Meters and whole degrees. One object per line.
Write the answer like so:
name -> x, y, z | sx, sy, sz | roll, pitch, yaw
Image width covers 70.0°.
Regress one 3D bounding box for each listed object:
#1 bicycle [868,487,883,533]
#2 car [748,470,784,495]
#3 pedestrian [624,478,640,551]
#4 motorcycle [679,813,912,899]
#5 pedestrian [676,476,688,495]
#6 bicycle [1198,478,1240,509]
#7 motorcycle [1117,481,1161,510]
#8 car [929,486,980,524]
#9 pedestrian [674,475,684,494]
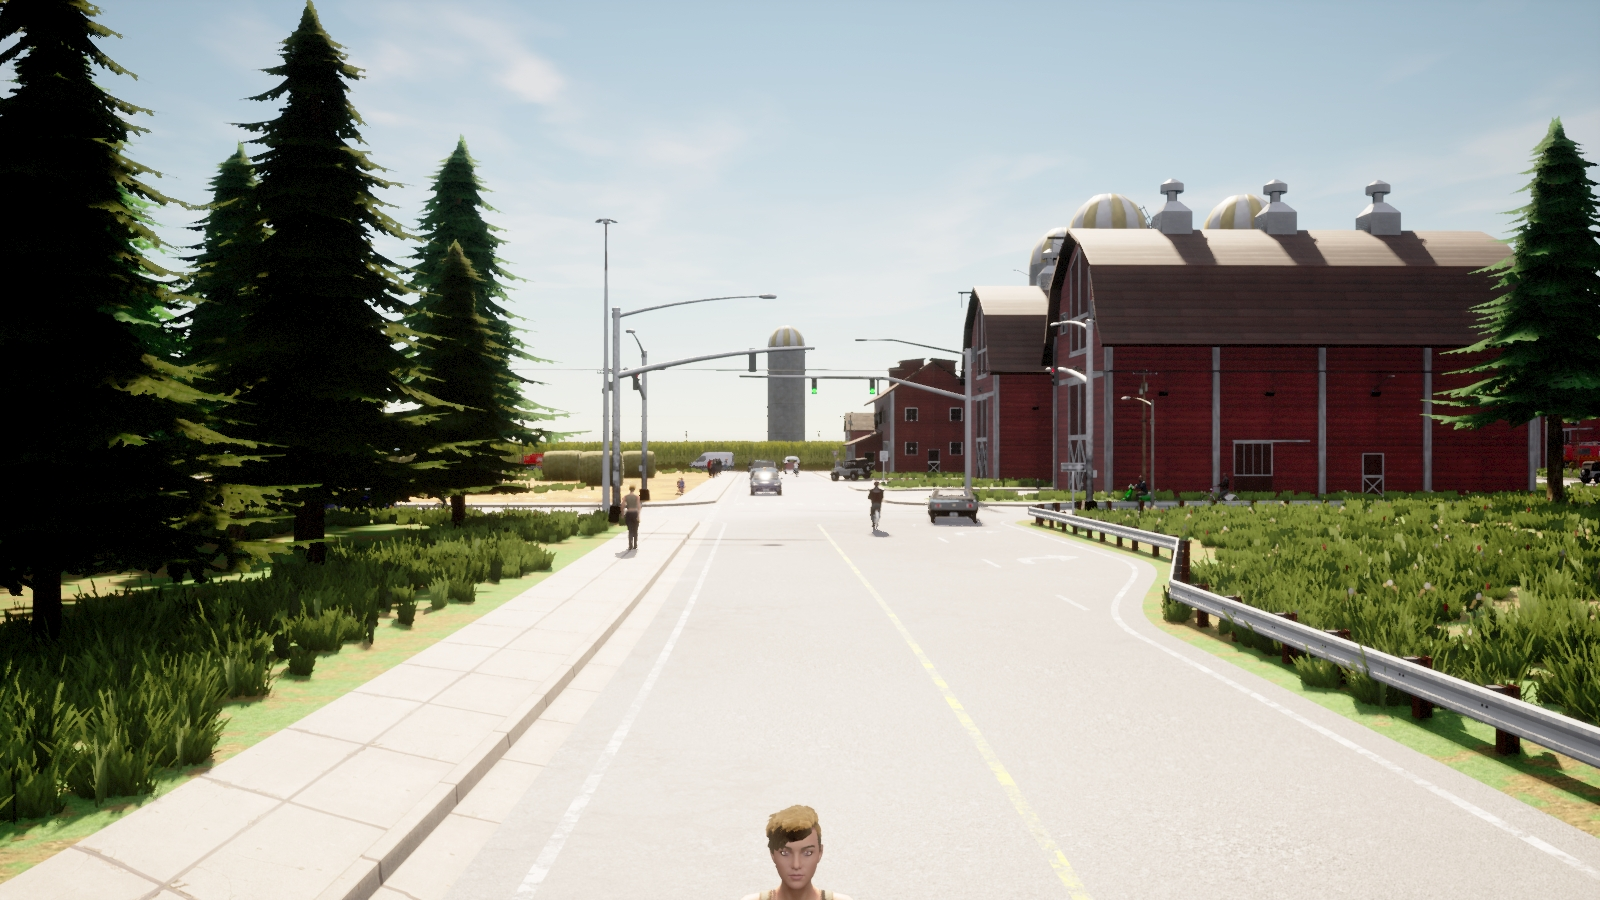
bicycle -> 2.575, 2.036, 39.116 | 0.329, 1.471, 1.835 | 0, 0, -2
car -> -2.153, 2.036, 72.119 | 2.163, 1.488, 4.792 | 0, 0, -2
pedestrian -> -4.371, 1.671, 29.751 | 0.375, 1.860, 0.375 | 0, 0, 1
motorcycle -> -0.013, 2.128, 3.457 | 0.764, 1.307, 2.356 | 0, 0, 0
pedestrian -> -6.926, 2.056, 66.965 | 0.500, 1.100, 0.500 | 0, 0, -33
bicycle -> 19.800, 2.064, 53.998 | 1.835, 1.471, 0.329 | 0, 0, -1
motorcycle -> 15.989, 2.145, 53.899 | 1.805, 1.316, 0.856 | 0, 0, -1
car -> 6.095, 2.137, 45.568 | 1.895, 1.301, 4.718 | 0, 0, 6
pedestrian -> -7.186, 2.056, 67.824 | 0.500, 1.100, 0.500 | 0, 0, -11
